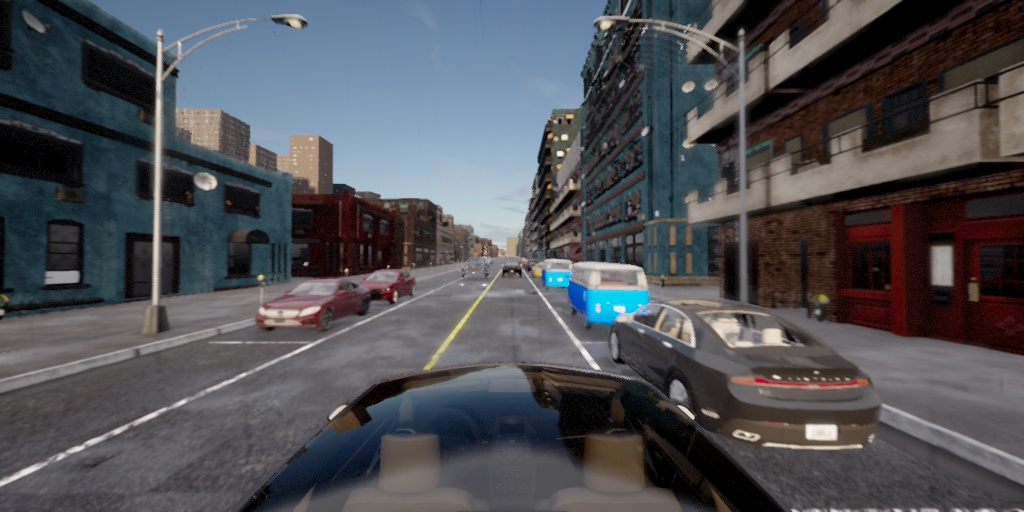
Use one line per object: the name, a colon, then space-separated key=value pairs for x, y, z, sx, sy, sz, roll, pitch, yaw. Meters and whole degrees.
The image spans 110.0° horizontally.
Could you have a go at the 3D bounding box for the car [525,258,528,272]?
car: x=2.694 y=1.314 z=44.373 sx=1.948 sy=1.339 sz=4.313 roll=0 pitch=0 yaw=0

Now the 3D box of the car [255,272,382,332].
car: x=-5.689 y=1.334 z=10.852 sx=1.802 sy=1.307 sz=4.207 roll=0 pitch=0 yaw=0

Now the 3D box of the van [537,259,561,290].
van: x=2.693 y=1.094 z=22.050 sx=1.690 sy=1.789 sz=3.998 roll=0 pitch=0 yaw=0

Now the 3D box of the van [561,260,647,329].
van: x=2.692 y=1.093 z=10.887 sx=1.690 sy=1.789 sz=3.998 roll=0 pitch=0 yaw=0

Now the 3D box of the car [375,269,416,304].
car: x=-5.688 y=1.298 z=16.433 sx=1.888 sy=1.381 sz=4.507 roll=0 pitch=0 yaw=0

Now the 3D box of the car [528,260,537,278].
car: x=2.693 y=1.278 z=33.380 sx=1.751 sy=1.417 sz=4.829 roll=0 pitch=0 yaw=0

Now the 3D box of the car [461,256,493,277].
car: x=-2.998 y=0.763 z=30.215 sx=2.097 sy=1.767 sz=4.553 roll=0 pitch=0 yaw=0

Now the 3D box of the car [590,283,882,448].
car: x=2.692 y=1.301 z=5.308 sx=2.007 sy=1.370 sz=4.403 roll=0 pitch=0 yaw=0

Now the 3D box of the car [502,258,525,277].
car: x=0.007 y=1.230 z=34.952 sx=1.882 sy=1.535 sz=5.008 roll=0 pitch=0 yaw=0
